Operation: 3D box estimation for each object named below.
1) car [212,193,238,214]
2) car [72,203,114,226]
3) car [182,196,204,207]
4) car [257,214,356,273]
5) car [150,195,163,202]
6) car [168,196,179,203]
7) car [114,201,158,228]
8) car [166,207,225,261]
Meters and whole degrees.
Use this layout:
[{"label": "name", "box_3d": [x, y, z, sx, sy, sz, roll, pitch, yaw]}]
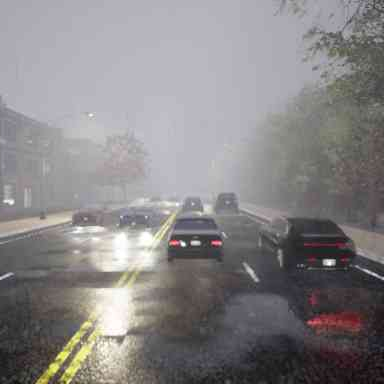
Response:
[{"label": "car", "box_3d": [3.339, 1.067, 33.687, 2.150, 2.045, 5.566, 0, 0, 0]}, {"label": "car", "box_3d": [-6.605, 1.460, 22.604, 1.994, 1.385, 4.181, 0, 0, 0]}, {"label": "car", "box_3d": [0.089, 1.197, 33.881, 2.097, 1.767, 4.553, 0, 0, 0]}, {"label": "car", "box_3d": [3.346, 1.456, 10.529, 1.837, 1.490, 4.892, 0, 0, 0]}, {"label": "car", "box_3d": [-6.729, 1.271, 63.565, 1.994, 1.385, 4.181, 0, 0, 0]}, {"label": "car", "box_3d": [-3.459, 1.317, 62.380, 1.895, 1.301, 4.718, 0, 0, 0]}, {"label": "car", "box_3d": [-3.357, 1.503, 21.350, 1.895, 1.301, 4.718, 0, 0, 0]}, {"label": "car", "box_3d": [0.098, 1.492, 12.011, 2.033, 1.411, 5.357, 0, 0, 0]}]
